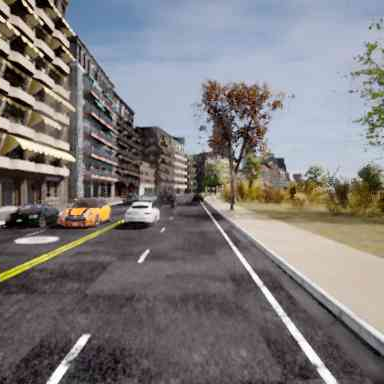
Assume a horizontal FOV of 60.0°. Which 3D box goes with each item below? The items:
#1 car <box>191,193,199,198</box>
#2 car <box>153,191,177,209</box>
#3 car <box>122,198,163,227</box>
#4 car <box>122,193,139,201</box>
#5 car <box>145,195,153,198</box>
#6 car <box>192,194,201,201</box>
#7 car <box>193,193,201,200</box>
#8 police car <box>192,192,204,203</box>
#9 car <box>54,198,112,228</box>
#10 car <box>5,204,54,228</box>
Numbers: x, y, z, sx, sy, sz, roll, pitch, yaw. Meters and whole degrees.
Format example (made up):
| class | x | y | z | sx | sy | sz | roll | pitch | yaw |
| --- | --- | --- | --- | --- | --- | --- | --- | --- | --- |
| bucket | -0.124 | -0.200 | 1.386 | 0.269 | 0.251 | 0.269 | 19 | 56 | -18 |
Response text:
| class | x | y | z | sx | sy | sz | roll | pitch | yaw |
| --- | --- | --- | --- | --- | --- | --- | --- | --- | --- |
| car | 0.960 | 0.865 | 93.796 | 1.895 | 1.301 | 4.718 | 0 | 0 | 4 |
| car | -3.150 | 0.940 | 41.146 | 2.150 | 2.045 | 5.566 | 0 | 1 | 0 |
| car | -3.160 | 1.375 | 21.556 | 1.812 | 1.442 | 4.674 | 0 | 0 | 0 |
| car | -9.797 | 0.987 | 53.456 | 2.097 | 1.767 | 4.553 | 0 | 0 | 1 |
| car | -6.545 | 1.161 | 53.497 | 1.812 | 1.442 | 4.674 | 0 | 0 | 1 |
| car | 0.997 | 1.061 | 69.193 | 1.812 | 1.442 | 4.674 | 0 | 0 | 1 |
| car | 1.095 | 1.023 | 75.110 | 1.812 | 1.442 | 4.674 | 0 | 0 | 1 |
| police car | 0.977 | 1.023 | 59.358 | 1.930 | 1.638 | 5.238 | 0 | 0 | 0 |
| car | -6.526 | 1.205 | 20.852 | 2.097 | 1.767 | 4.553 | 0 | 1 | 1 |
| car | -9.776 | 1.419 | 20.808 | 1.994 | 1.385 | 4.181 | 0 | 0 | 1 |
